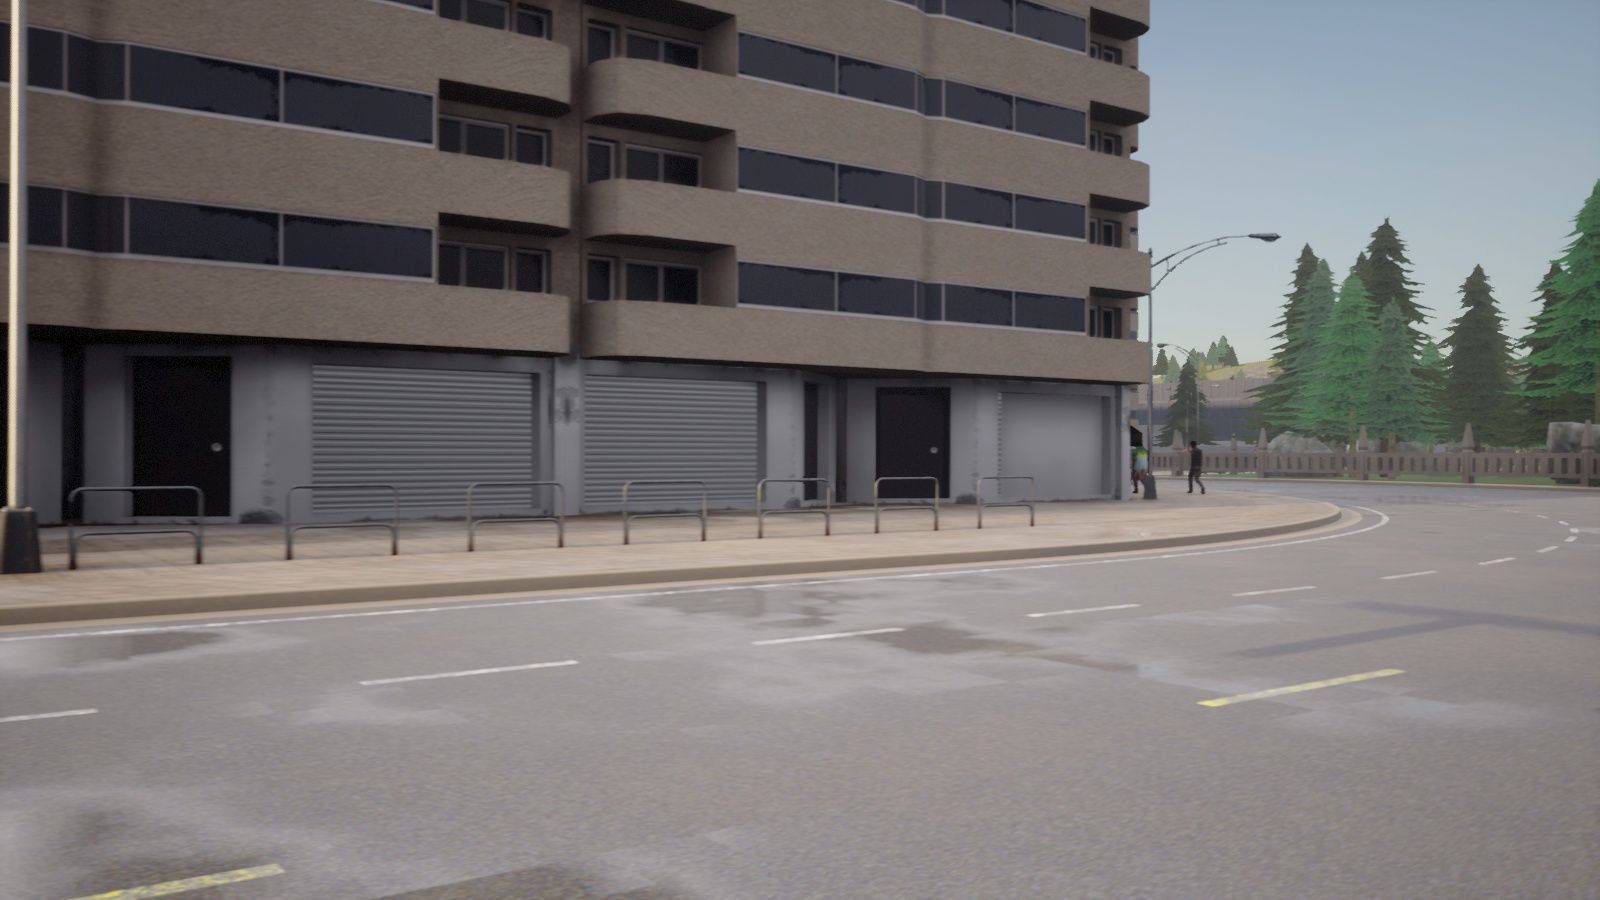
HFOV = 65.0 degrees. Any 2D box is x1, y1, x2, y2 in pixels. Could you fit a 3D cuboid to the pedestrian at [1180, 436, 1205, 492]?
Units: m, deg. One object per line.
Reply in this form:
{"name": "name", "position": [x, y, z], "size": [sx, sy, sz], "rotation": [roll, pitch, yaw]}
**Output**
{"name": "pedestrian", "position": [12.994, 0.469, 41.565], "size": [0.431, 1.840, 0.703], "rotation": [0, 0, -21]}

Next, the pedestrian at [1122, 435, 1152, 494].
{"name": "pedestrian", "position": [11.270, 0.478, 41.991], "size": [0.659, 1.952, 0.873], "rotation": [0, 0, -12]}
